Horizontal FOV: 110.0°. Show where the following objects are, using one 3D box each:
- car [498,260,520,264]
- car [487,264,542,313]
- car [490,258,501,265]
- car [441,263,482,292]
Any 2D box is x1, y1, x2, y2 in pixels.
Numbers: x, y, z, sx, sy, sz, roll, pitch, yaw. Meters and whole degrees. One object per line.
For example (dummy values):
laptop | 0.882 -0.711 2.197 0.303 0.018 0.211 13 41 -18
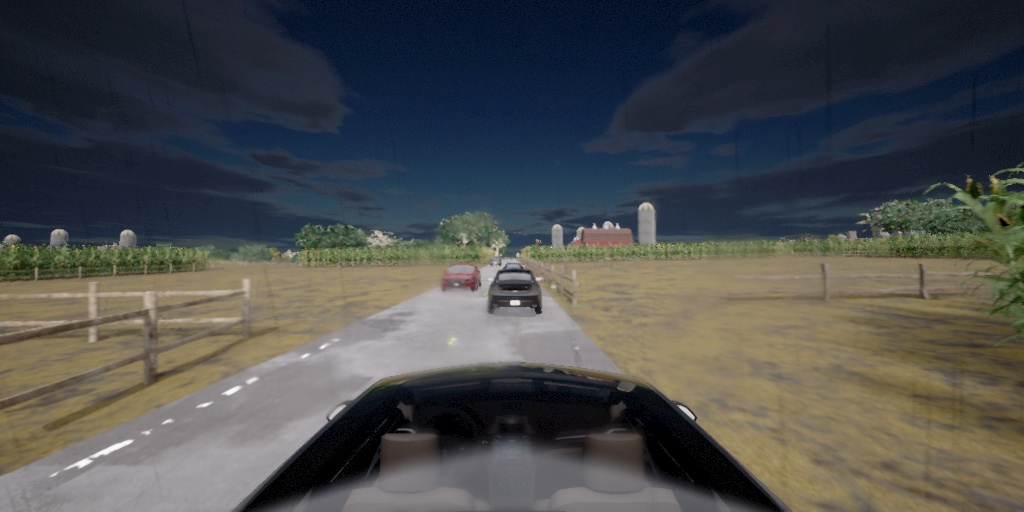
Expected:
car | 0.106 1.240 29.660 1.994 1.385 4.181 0 0 0
car | 0.102 1.229 13.806 1.837 1.490 4.892 0 0 0
car | -2.769 1.017 61.988 2.128 1.511 4.902 0 0 1
car | -2.844 1.183 20.880 1.882 1.535 5.008 0 0 0
